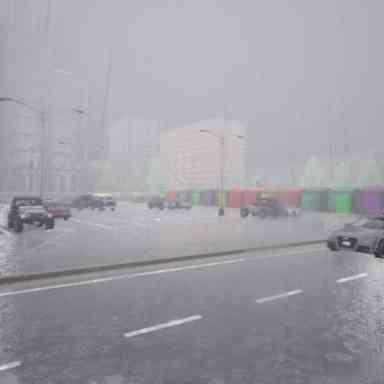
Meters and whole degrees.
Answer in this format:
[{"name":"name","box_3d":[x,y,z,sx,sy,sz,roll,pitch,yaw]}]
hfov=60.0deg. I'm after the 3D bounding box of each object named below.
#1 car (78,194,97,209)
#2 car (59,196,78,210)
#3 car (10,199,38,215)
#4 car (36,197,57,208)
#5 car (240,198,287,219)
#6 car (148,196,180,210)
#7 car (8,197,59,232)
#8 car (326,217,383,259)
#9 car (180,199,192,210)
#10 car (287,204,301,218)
[{"name":"car","box_3d":[-17.570,1.395,53.650,1.932,1.855,4.605,1,-1,-37]},{"name":"car","box_3d":[-19.692,1.570,52.002,1.784,1.438,3.905,1,-1,-37]},{"name":"car","box_3d":[-17.591,1.486,34.720,1.970,1.475,3.806,1,-1,-37]},{"name":"car","box_3d":[-22.011,1.564,50.269,1.970,1.475,3.806,1,-1,-37]},{"name":"car","box_3d":[6.396,1.468,30.886,1.905,1.878,3.866,1,-1,-37]},{"name":"car","box_3d":[-4.108,1.467,44.908,1.932,1.855,4.605,1,-1,-37]},{"name":"car","box_3d":[-9.300,1.210,19.110,1.905,1.878,3.866,1,-1,-37]},{"name":"car","box_3d":[7.359,1.748,13.487,4.181,1.385,1.994,1,-1,-35]},{"name":"car","box_3d":[-1.752,1.716,46.588,1.784,1.438,3.905,1,-1,-37]},{"name":"car","box_3d":[8.719,1.746,32.608,1.970,1.475,3.806,1,-1,-37]}]
